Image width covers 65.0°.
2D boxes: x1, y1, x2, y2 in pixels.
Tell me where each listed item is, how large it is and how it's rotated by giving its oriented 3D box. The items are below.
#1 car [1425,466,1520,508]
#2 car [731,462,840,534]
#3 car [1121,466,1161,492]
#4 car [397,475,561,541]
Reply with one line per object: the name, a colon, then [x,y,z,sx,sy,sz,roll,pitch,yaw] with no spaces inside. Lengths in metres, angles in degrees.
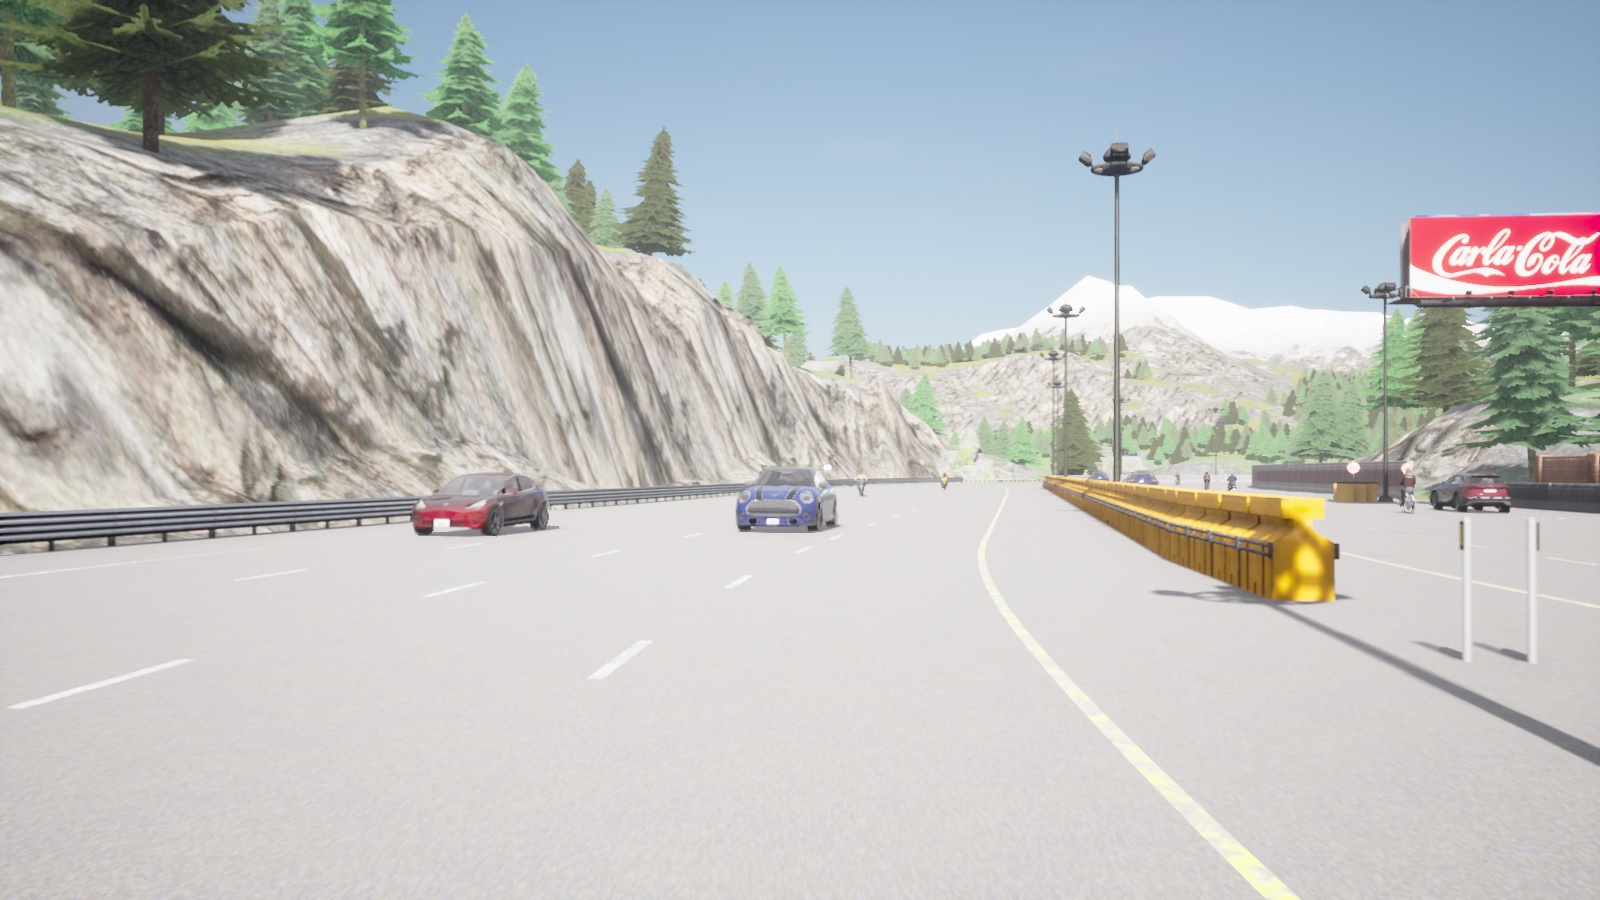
car: [27.900,1.511,52.293,2.033,1.649,4.856,0,-1,10]
car: [-0.296,1.231,33.242,2.097,1.767,4.553,0,-1,10]
car: [22.730,1.909,83.903,2.152,1.651,5.027,0,-1,10]
car: [-7.784,1.364,31.037,2.163,1.488,4.792,0,-1,10]
